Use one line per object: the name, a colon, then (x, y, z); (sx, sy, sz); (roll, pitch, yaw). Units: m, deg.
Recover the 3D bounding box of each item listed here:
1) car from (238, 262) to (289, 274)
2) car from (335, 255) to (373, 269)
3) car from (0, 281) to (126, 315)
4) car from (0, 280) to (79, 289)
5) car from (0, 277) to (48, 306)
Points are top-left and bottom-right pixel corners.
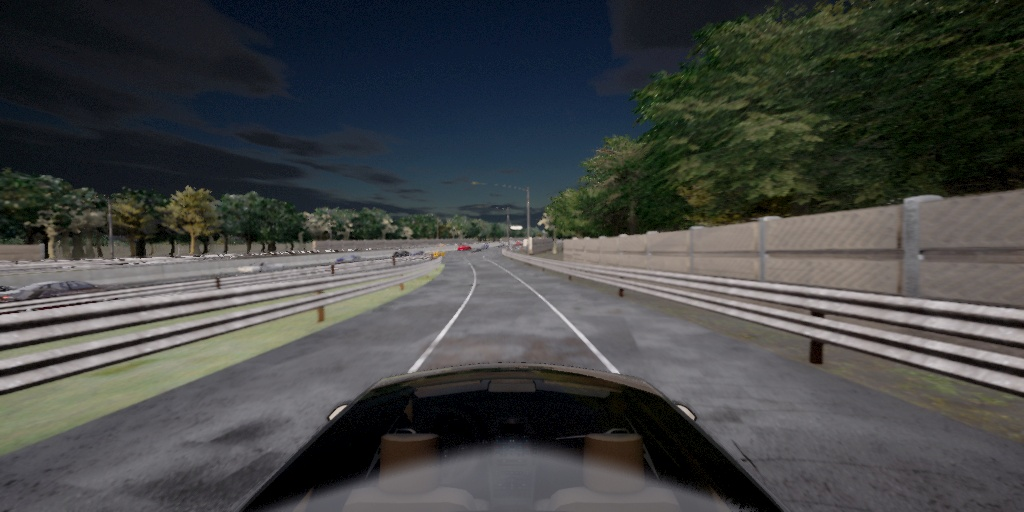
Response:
car: (-27.281, 1.312, 39.600); (1.895, 1.301, 4.718); (0, 3, 13)
car: (-19.092, 0.851, 43.786); (1.882, 1.535, 5.008); (0, 3, 13)
car: (-24.848, 2.378, 19.539); (1.895, 1.301, 4.718); (0, 3, 13)
car: (-27.799, 2.215, 22.262); (2.033, 1.411, 5.357); (0, 3, 13)
car: (-31.664, 2.282, 21.138); (1.837, 1.490, 4.892); (0, 3, 13)
